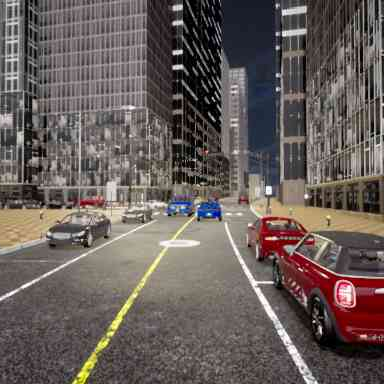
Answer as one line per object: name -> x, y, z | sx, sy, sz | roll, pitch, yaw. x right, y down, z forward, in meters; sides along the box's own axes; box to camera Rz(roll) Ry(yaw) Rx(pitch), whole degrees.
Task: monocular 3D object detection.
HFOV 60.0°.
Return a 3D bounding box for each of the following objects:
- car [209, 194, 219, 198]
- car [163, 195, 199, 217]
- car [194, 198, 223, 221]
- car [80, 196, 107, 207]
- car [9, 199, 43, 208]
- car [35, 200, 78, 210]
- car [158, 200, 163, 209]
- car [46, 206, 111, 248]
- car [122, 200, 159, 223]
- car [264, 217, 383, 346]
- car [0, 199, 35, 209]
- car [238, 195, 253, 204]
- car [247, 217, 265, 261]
car -> 5.177, 1.491, 78.752 | 2.192, 1.841, 5.009 | 1, 0, 14
car -> -0.953, 1.285, 31.927 | 2.150, 2.045, 5.566 | 0, 0, 6
car -> 1.486, 1.494, 27.121 | 1.882, 1.535, 5.008 | 0, 0, 5
car -> -15.134, 1.535, 49.590 | 5.009, 1.841, 2.192 | 0, -1, 13
car -> -26.020, 1.833, 52.171 | 4.403, 1.369, 2.008 | 0, -1, 13
car -> -16.948, 1.637, 41.919 | 4.313, 1.339, 1.947 | 0, -1, 13
car -> -5.340, 1.700, 44.002 | 4.718, 1.301, 1.895 | -1, -1, 30
car -> -4.877, 1.561, 14.863 | 2.008, 1.369, 4.403 | 1, 0, 3
car -> -4.122, 1.573, 25.653 | 2.008, 1.369, 4.403 | 1, 0, 5
car -> 2.816, 1.441, 6.313 | 1.967, 1.590, 4.097 | 1, 0, 2
car -> -22.388, 1.653, 43.210 | 4.403, 1.369, 2.008 | 0, -1, 13
car -> 10.095, 1.410, 65.066 | 2.192, 1.841, 5.009 | 1, 0, 13
car -> 3.009, 1.547, 11.953 | 1.887, 1.381, 4.507 | 1, 0, 3
